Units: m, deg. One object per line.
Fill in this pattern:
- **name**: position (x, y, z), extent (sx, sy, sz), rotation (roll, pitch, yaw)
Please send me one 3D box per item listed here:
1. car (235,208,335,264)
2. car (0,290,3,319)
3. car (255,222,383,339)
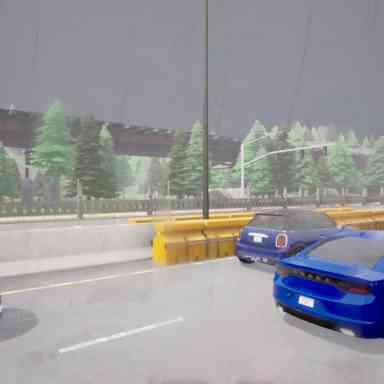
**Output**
- **car**: position (3.583, 1.352, 10.610), extent (4.553, 1.767, 2.097), rotation (0, 0, -36)
- **car**: position (-5.250, 1.505, 4.300), extent (4.892, 1.490, 1.837), rotation (0, 0, -36)
- **car**: position (3.713, 1.478, 6.401), extent (5.008, 1.535, 1.882), rotation (0, 0, -36)
